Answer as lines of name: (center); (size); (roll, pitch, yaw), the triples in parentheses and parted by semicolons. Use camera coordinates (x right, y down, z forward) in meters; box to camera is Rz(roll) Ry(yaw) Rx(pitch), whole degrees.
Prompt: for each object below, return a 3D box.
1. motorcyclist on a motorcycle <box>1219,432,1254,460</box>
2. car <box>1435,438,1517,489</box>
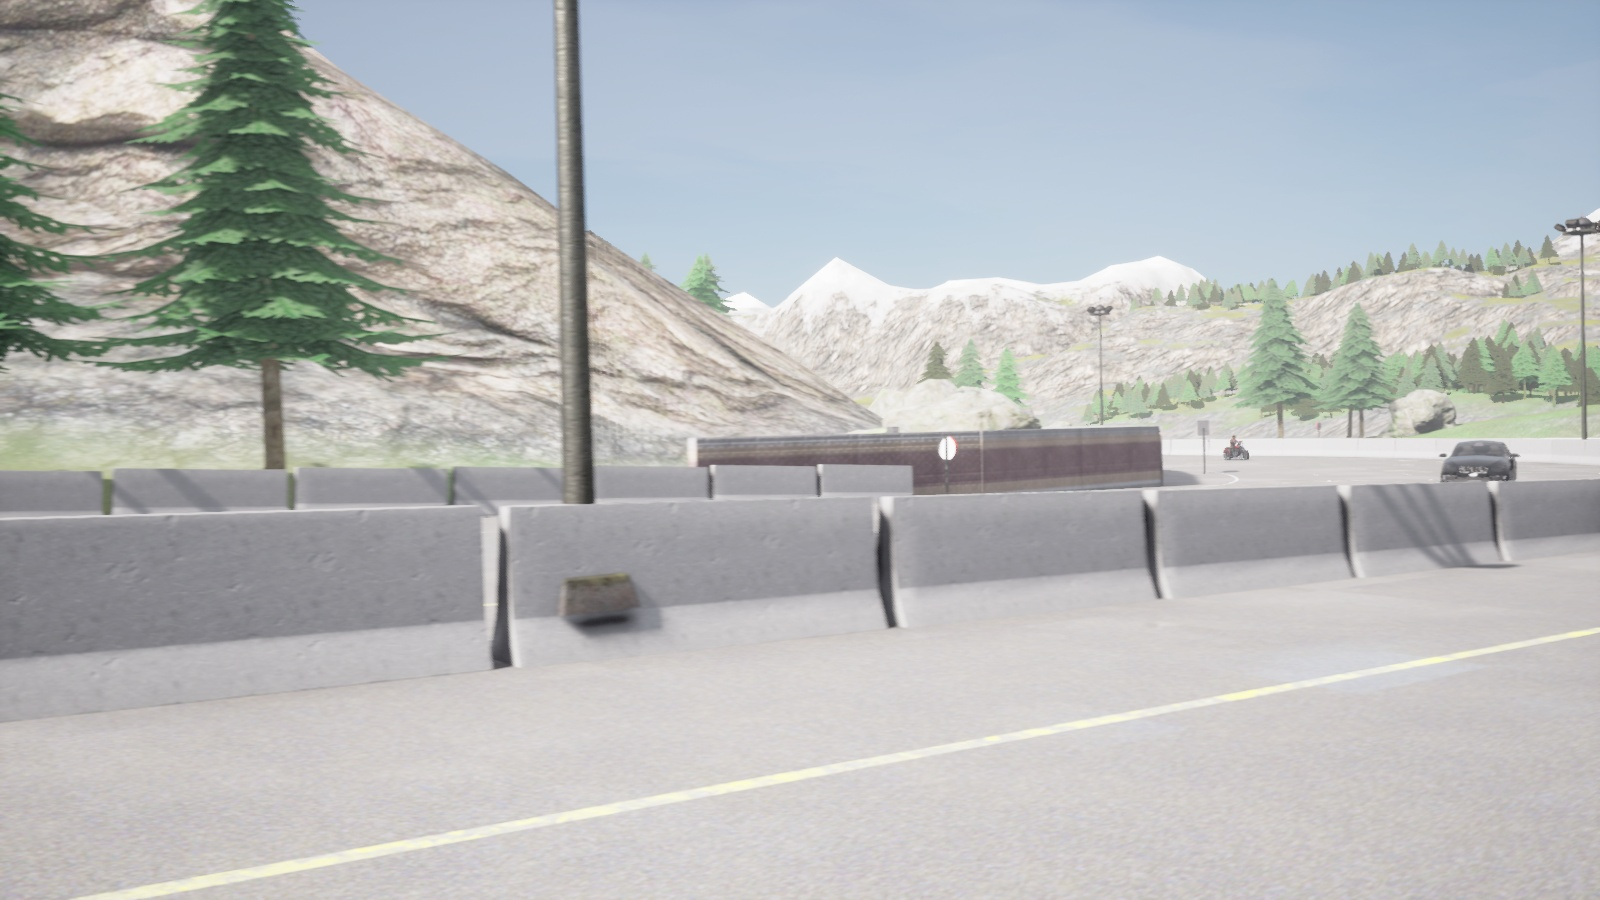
motorcyclist on a motorcycle: (26.995, -0.246, 77.662); (0.766, 1.649, 2.350); (-3, 1, -17)
car: (21.039, 0.379, 39.015); (1.837, 1.490, 4.892); (0, 0, 33)
